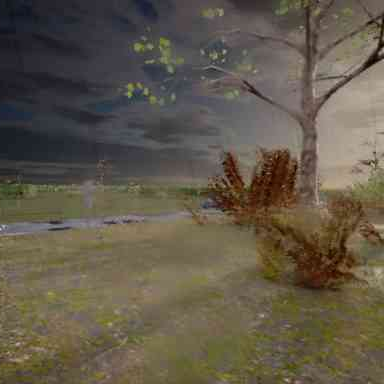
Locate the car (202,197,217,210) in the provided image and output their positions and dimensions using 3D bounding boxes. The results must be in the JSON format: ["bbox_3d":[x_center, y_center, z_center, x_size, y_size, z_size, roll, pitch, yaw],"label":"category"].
[{"bbox_3d":[3.497,1.294,43.668,2.150,2.045,5.566,0,0,36],"label":"car"}]
